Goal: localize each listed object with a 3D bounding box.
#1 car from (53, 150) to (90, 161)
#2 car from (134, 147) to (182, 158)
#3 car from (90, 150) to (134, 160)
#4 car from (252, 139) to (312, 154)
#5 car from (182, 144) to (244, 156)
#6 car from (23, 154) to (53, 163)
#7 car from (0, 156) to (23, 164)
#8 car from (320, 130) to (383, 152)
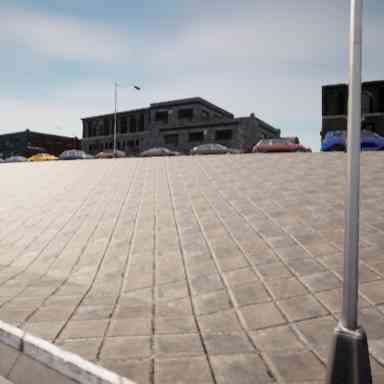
[{"bbox_3d":[-12.605,-3.801,36.712,4.553,1.767,2.185,1,1,31],"label":"car"},{"bbox_3d":[-2.748,-3.440,31.305,4.674,1.452,2.002,1,1,28],"label":"car"},{"bbox_3d":[-7.612,-3.546,33.912,4.792,1.488,2.163,1,1,29],"label":"car"},{"bbox_3d":[7.166,-3.392,26.405,4.553,1.767,2.185,1,1,26],"label":"car"},{"bbox_3d":[2.085,-3.383,28.847,4.892,1.521,2.231,1,1,27],"label":"car"},{"bbox_3d":[-17.359,-3.771,39.528,5.008,1.535,2.097,1,1,32],"label":"car"},{"bbox_3d":[-22.071,-3.828,42.456,4.674,1.452,2.002,1,1,33],"label":"car"},{"bbox_3d":[12.267,-3.378,24.066,5.566,2.045,2.435,2,1,25],"label":"car"}]
